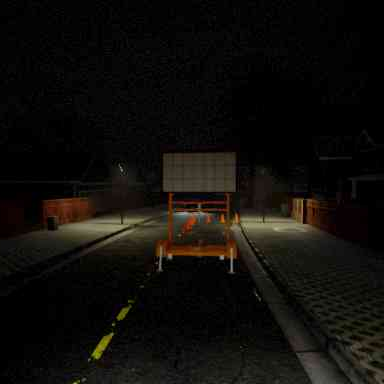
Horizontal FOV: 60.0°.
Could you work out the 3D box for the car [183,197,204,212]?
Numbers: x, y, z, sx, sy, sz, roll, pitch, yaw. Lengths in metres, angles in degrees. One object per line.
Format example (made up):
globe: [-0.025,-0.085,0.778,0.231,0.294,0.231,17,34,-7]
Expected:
car: [0.247,1.270,34.838,1.812,1.442,4.674,0,1,8]

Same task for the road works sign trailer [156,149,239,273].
road works sign trailer: [0.242,0.438,10.632,2.380,3.560,2.880,0,0,6]
